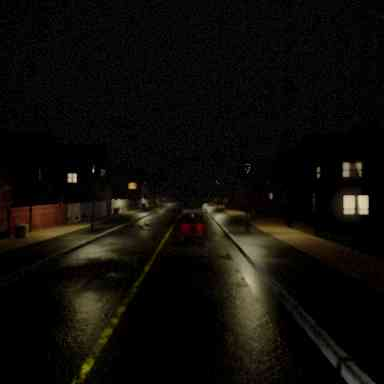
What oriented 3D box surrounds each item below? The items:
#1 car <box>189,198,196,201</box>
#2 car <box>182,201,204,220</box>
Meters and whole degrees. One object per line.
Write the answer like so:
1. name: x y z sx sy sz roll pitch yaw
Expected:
1. car: 0.104 1.886 60.569 1.801 1.575 5.366 0 -1 0
2. car: 0.052 1.706 30.024 1.895 1.301 4.718 0 0 0
